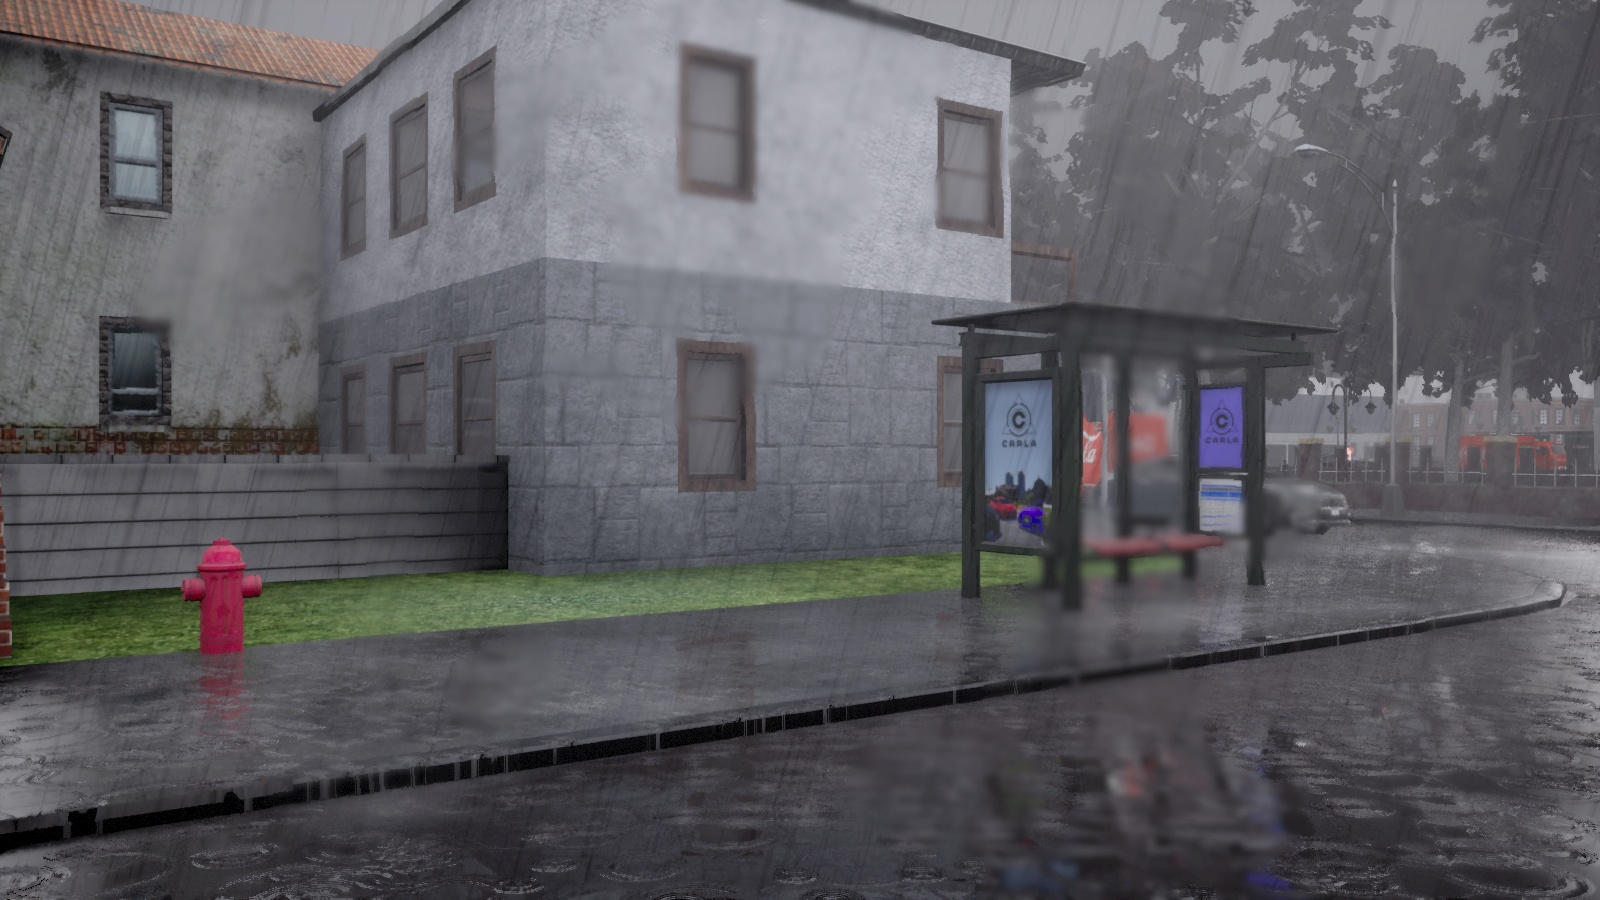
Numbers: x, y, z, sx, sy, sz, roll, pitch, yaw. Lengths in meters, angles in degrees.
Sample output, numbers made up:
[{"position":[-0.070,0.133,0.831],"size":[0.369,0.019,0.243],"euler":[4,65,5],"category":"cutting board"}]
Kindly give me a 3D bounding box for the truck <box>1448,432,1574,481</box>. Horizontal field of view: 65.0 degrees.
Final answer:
[{"position":[37.658,0.339,66.608],"size":[2.627,2.467,5.204],"euler":[0,0,-35],"category":"truck"}]

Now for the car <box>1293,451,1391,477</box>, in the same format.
[{"position":[32.083,0.815,74.473],"size":[2.128,1.511,4.902],"euler":[0,0,-35],"category":"car"}]

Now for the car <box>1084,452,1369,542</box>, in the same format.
[{"position":[7.800,0.791,23.477],"size":[1.837,1.490,4.892],"euler":[0,0,-35],"category":"car"}]
